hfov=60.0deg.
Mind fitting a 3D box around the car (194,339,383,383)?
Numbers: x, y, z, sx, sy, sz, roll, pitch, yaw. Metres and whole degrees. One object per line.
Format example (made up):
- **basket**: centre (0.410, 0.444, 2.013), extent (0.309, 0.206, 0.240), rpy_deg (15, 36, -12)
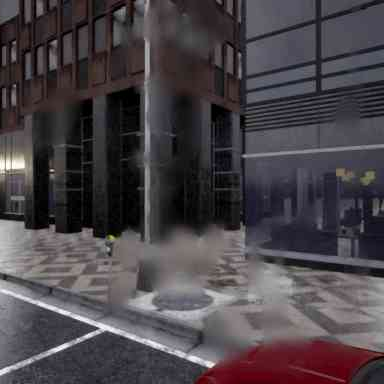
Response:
- **car**: centre (1.961, 1.545, 1.563), extent (4.507, 1.381, 1.887), rpy_deg (0, 0, 36)
